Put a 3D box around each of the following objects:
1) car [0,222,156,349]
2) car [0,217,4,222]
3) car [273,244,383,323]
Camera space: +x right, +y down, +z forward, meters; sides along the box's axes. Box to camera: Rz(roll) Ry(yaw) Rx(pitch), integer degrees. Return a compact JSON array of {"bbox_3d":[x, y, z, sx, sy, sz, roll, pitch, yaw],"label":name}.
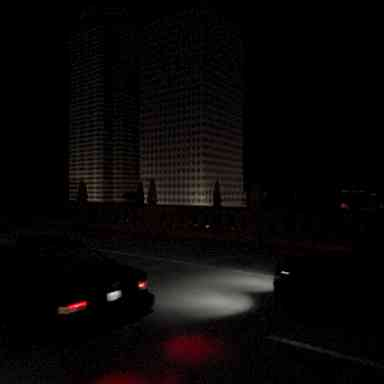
[{"bbox_3d":[-3.162,1.538,6.243,5.357,1.411,2.033,0,0,35],"label":"car"},{"bbox_3d":[-10.915,1.463,15.920,4.902,1.511,2.128,0,0,34],"label":"car"},{"bbox_3d":[3.744,1.526,5.620,4.674,1.442,1.812,0,0,35],"label":"car"}]
